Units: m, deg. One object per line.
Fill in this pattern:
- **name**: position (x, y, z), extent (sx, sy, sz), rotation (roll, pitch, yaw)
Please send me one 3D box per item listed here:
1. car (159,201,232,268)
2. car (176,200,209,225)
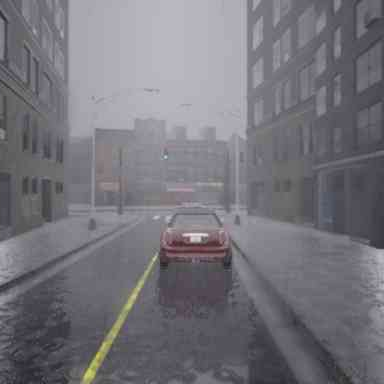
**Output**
- **car**: position (0.104, 1.329, 11.373), extent (2.097, 1.767, 4.553), rotation (0, 0, 0)
- **car**: position (-0.093, 1.441, 24.739), extent (2.128, 1.511, 4.902), rotation (0, 0, -4)
